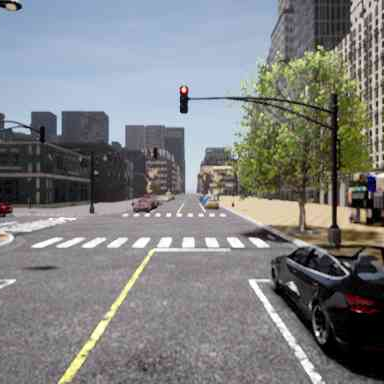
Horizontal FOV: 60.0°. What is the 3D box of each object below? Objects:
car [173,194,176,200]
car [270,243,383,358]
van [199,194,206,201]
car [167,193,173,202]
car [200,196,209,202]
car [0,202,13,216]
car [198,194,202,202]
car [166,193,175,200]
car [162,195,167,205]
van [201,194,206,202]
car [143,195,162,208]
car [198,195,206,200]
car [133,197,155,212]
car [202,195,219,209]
[{"bbox_3d":[-5.738,1.497,82.890,2.008,1.369,4.403,0,0,0],"label":"car"},{"bbox_3d":[2.690,1.562,6.011,1.947,1.339,4.313,0,0,0],"label":"car"},{"bbox_3d":[2.644,1.288,82.897,1.690,1.788,3.998,0,0,0],"label":"van"},{"bbox_3d":[-5.731,1.479,71.618,1.752,1.417,4.829,0,0,0],"label":"car"},{"bbox_3d":[2.649,1.519,71.795,1.947,1.339,4.313,0,0,0],"label":"car"},{"bbox_3d":[-17.286,1.351,27.477,4.507,1.381,1.887,1,-1,-1],"label":"car"},{"bbox_3d":[2.656,1.511,60.693,2.008,1.369,4.403,0,0,0],"label":"car"},{"bbox_3d":[-5.741,1.258,88.441,2.192,1.841,5.009,0,0,0],"label":"car"},{"bbox_3d":[-5.721,1.514,55.135,2.008,1.369,4.403,0,0,0],"label":"car"},{"bbox_3d":[2.664,1.308,49.591,1.690,1.788,3.998,0,0,0],"label":"van"},{"bbox_3d":[-5.713,1.285,44.032,2.192,1.841,5.009,0,0,0],"label":"car"},{"bbox_3d":[2.639,1.468,88.618,1.752,1.417,4.829,0,0,0],"label":"car"},{"bbox_3d":[-5.711,1.556,38.482,1.802,1.307,4.206,0,0,0],"label":"car"},{"bbox_3d":[2.666,1.496,44.210,1.752,1.417,4.829,0,0,0],"label":"car"}]
